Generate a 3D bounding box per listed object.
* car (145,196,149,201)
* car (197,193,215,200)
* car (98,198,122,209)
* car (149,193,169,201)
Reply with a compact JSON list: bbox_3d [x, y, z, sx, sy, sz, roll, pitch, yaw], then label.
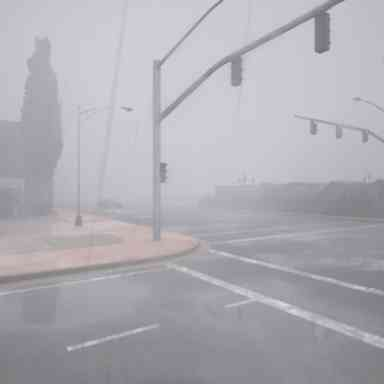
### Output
[{"bbox_3d":[-8.979,1.172,81.236,4.605,1.855,1.932,0,0,-34],"label":"car"},{"bbox_3d":[3.591,1.175,62.553,3.866,1.878,1.905,0,0,-34],"label":"car"},{"bbox_3d":[-11.172,1.556,44.946,2.033,1.411,5.357,0,0,-32],"label":"car"},{"bbox_3d":[-7.407,1.175,78.805,3.866,1.878,1.905,0,0,-34],"label":"car"}]
